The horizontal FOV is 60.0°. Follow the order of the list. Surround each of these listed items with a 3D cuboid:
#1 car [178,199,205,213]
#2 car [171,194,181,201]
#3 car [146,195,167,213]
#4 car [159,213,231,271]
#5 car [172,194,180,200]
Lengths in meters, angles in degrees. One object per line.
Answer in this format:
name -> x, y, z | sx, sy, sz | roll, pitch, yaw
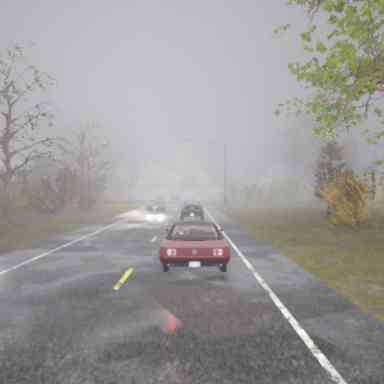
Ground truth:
car -> 0.007, 1.468, 27.827 | 1.837, 1.490, 4.892 | 0, 0, 0
car -> -3.668, 1.182, 72.658 | 2.128, 1.511, 4.902 | 0, 0, -2
car -> -3.780, 1.437, 35.921 | 2.128, 1.511, 4.902 | 0, 0, -1
car -> 0.070, 1.587, 10.846 | 1.895, 1.301, 4.718 | 0, 0, 0
car -> -3.815, 1.204, 79.968 | 1.837, 1.490, 4.892 | 0, 0, 0
